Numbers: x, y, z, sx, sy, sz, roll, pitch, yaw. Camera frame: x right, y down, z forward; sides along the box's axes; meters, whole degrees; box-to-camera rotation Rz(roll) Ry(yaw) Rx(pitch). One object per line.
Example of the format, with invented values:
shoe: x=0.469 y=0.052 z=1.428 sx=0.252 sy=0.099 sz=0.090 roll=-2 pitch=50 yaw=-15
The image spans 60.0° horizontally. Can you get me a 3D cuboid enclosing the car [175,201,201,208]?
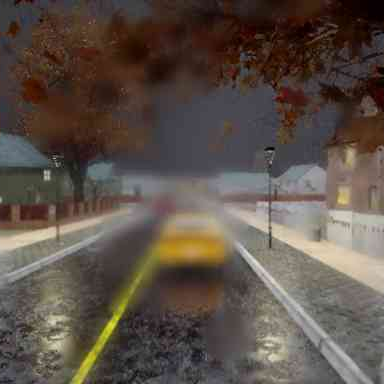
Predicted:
car: x=0.026 y=1.691 z=25.395 sx=2.033 sy=1.411 sz=5.357 roll=0 pitch=0 yaw=1

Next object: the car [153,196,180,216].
car: x=-2.783 y=1.441 z=35.660 sx=2.150 sy=2.045 sz=5.566 roll=0 pitch=-1 yaw=1

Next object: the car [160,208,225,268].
car: x=0.037 y=1.537 z=11.524 sx=1.882 sy=1.535 sz=5.008 roll=0 pitch=0 yaw=1
